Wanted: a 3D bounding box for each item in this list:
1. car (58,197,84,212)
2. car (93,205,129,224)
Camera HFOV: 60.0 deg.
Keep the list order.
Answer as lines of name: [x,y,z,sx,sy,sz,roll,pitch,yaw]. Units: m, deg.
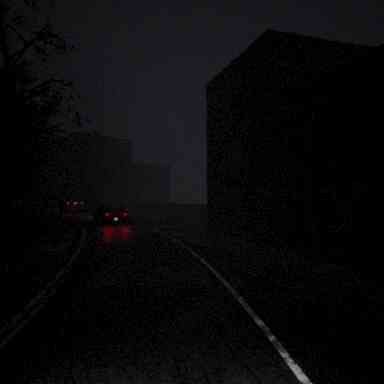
car: [-14.191,1.386,38.948,2.097,1.767,4.553,0,0,-33]
car: [-6.241,1.598,25.172,1.895,1.301,4.718,0,0,-25]
